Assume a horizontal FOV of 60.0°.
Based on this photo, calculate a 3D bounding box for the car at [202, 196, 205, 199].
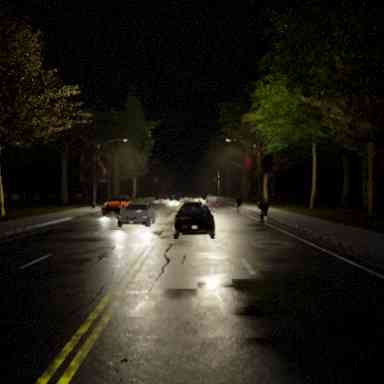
[{"bbox_3d":[0.117,1.342,34.812,1.895,1.301,4.718,0,0,0],"label":"car"}]

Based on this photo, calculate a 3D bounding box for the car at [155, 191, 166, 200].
[{"bbox_3d":[-6.463,0.758,70.651,2.150,2.045,5.566,0,0,0],"label":"car"}]

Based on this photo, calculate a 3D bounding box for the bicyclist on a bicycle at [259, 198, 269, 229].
[{"bbox_3d":[4.152,1.215,19.346,0.659,1.776,1.843,0,1,0],"label":"bicyclist on a bicycle"}]

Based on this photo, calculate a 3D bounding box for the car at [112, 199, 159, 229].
[{"bbox_3d":[-3.338,1.361,20.607,1.812,1.442,4.674,0,0,0],"label":"car"}]

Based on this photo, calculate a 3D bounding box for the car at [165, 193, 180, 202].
[{"bbox_3d":[-3.244,1.099,61.827,2.128,1.511,4.902,0,0,1],"label":"car"}]

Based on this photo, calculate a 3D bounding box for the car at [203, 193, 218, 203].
[{"bbox_3d":[3.382,1.151,57.345,1.812,1.442,4.674,0,0,0],"label":"car"}]

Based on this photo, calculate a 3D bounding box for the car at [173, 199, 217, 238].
[{"bbox_3d":[0.108,1.342,16.711,1.882,1.535,5.008,0,0,0],"label":"car"}]

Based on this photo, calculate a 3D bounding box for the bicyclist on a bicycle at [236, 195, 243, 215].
[{"bbox_3d":[4.157,1.145,29.462,0.659,1.776,1.843,0,1,0],"label":"bicyclist on a bicycle"}]

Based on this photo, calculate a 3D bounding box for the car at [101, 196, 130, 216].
[{"bbox_3d":[-6.580,1.125,29.783,2.097,1.767,4.553,0,0,0],"label":"car"}]
